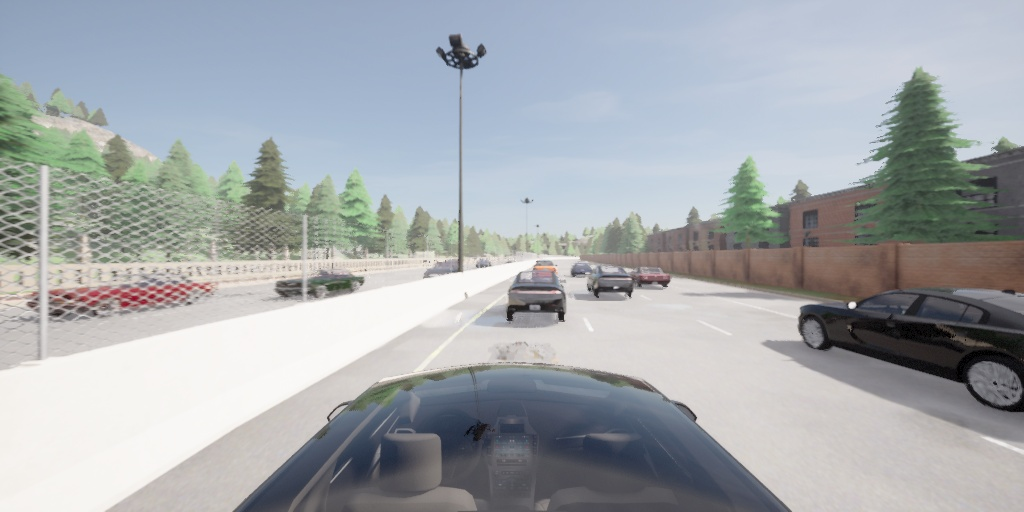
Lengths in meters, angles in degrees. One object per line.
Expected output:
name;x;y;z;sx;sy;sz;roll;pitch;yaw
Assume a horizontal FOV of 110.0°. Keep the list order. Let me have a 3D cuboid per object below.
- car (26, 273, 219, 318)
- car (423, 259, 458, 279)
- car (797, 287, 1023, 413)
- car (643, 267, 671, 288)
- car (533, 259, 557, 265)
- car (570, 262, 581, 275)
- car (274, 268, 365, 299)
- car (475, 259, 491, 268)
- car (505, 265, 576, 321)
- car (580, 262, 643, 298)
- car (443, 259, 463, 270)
car;-13.419;1.291;12.862;1.895;1.301;4.718;0;0;5
car;-4.947;1.217;26.069;2.128;1.511;4.902;0;0;6
car;7.342;1.259;6.094;1.882;1.535;5.008;0;0;3
car;9.169;1.387;24.542;1.895;1.301;4.718;0;0;6
car;2.779;1.110;30.383;2.097;1.767;4.553;0;0;6
car;6.995;1.339;36.647;1.994;1.385;4.181;0;0;6
car;-9.376;1.308;17.935;1.895;1.301;4.718;0;0;6
car;-4.688;1.269;59.456;2.033;1.411;5.357;0;0;7
car;0.876;1.244;12.549;2.128;1.511;4.902;0;0;5
car;5.038;1.261;18.867;2.128;1.511;4.902;0;0;6
car;-8.851;1.230;54.011;1.812;1.442;4.674;0;0;7
